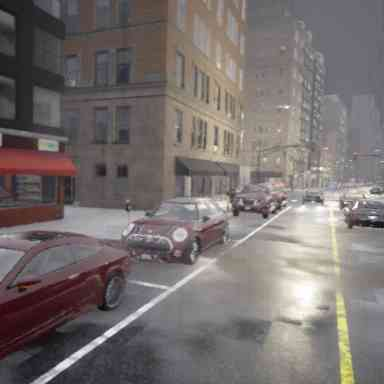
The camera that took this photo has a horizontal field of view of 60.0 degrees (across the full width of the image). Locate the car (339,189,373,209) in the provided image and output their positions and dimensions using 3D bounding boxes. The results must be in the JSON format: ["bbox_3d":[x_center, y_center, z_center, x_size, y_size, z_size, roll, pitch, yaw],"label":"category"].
[{"bbox_3d":[12.436,0.731,25.708,1.895,1.301,4.718,3,3,22],"label":"car"}]

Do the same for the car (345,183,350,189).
[{"bbox_3d":[38.165,-1.466,84.219,1.752,1.417,4.829,3,3,31],"label":"car"}]

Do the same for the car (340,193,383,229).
[{"bbox_3d":[8.690,1.026,16.468,1.994,1.385,4.181,3,3,22],"label":"car"}]

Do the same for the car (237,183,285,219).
[{"bbox_3d":[3.889,0.442,19.790,2.192,1.841,5.009,3,3,22],"label":"car"}]

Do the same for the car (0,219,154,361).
[{"bbox_3d":[-2.396,1.250,4.527,1.802,1.307,4.206,3,3,22],"label":"car"}]

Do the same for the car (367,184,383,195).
[{"bbox_3d":[31.289,-0.219,56.472,1.947,1.339,4.313,3,3,31],"label":"car"}]

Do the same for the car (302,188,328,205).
[{"bbox_3d":[11.521,0.442,31.374,1.895,1.301,4.718,3,3,22],"label":"car"}]

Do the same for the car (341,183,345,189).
[{"bbox_3d":[32.557,-1.271,74.963,1.967,1.590,4.097,3,3,31],"label":"car"}]

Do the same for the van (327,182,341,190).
[{"bbox_3d":[29.711,-1.225,70.260,1.690,1.788,3.998,3,3,31],"label":"van"}]

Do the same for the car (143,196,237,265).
[{"bbox_3d":[-0.300,0.928,9.612,1.967,1.590,4.097,3,3,22],"label":"car"}]

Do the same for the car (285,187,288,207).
[{"bbox_3d":[5.981,0.260,24.882,2.192,1.841,5.009,3,3,22],"label":"car"}]
